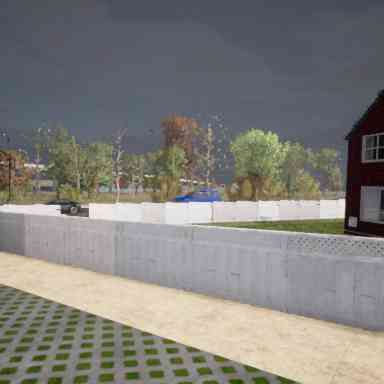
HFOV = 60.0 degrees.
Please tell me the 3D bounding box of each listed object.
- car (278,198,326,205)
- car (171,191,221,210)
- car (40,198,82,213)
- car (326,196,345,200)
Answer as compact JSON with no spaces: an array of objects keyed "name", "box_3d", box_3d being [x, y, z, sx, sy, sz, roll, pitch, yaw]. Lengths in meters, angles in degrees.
[{"name":"car","box_3d":[10.130,1.331,32.559,4.902,1.511,2.128,0,2,-18]},{"name":"car","box_3d":[0.471,0.885,36.376,5.566,2.045,2.150,0,2,-18]},{"name":"car","box_3d":[-12.810,1.324,31.945,4.181,1.385,1.994,0,2,-18]},{"name":"car","box_3d":[19.075,1.163,42.520,4.718,1.301,1.895,0,2,-18]}]
